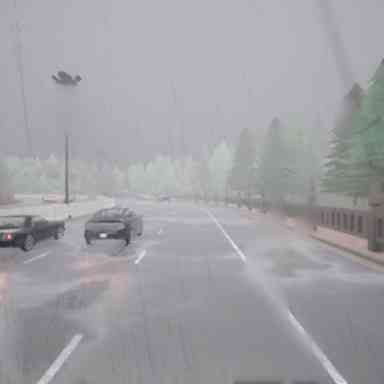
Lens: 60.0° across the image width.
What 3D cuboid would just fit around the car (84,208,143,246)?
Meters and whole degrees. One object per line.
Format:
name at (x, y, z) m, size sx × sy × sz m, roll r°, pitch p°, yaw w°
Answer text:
car at (-3.395, 1.452, 15.140) m, size 2.128 × 1.511 × 4.902 m, roll 0°, pitch 0°, yaw 0°

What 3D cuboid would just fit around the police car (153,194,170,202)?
police car at (-6.260, 1.239, 72.506) m, size 1.930 × 1.638 × 5.238 m, roll 0°, pitch 0°, yaw -21°

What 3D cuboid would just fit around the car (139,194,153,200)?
car at (-10.718, 1.244, 82.613) m, size 1.801 × 1.575 × 5.366 m, roll 0°, pitch 0°, yaw -27°

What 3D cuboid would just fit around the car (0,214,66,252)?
car at (-6.895, 1.566, 13.630) m, size 1.895 × 1.301 × 4.718 m, roll 0°, pitch 0°, yaw 0°

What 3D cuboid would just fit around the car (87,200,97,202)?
car at (-17.857, 1.366, 59.580) m, size 1.837 × 1.490 × 4.892 m, roll 0°, pitch 0°, yaw -15°

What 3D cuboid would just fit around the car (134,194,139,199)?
car at (-13.749, 1.251, 88.239) m, size 1.882 × 1.535 × 5.008 m, roll 0°, pitch 0°, yaw -30°
